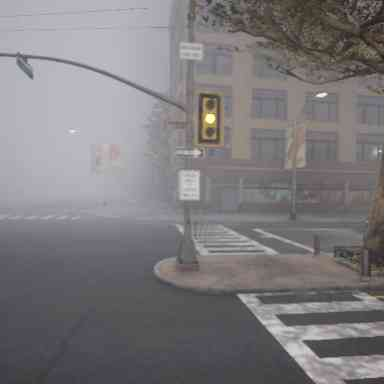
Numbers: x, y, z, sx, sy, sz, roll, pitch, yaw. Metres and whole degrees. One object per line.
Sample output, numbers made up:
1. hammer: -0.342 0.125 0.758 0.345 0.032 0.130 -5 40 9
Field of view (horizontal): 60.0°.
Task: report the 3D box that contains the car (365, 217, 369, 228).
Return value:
1. car: 12.038 1.508 18.272 4.892 1.490 1.837 1 1 -9
